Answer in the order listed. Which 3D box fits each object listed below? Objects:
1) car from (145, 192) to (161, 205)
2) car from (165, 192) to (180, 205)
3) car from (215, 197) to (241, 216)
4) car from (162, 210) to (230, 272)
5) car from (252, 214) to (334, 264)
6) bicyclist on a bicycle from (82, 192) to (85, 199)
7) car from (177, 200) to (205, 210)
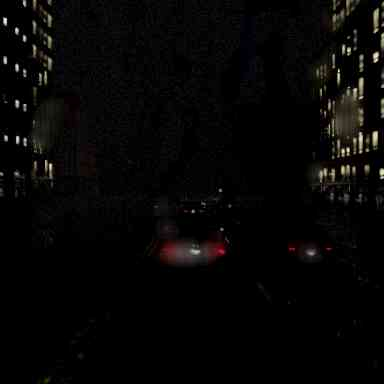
[{"bbox_3d":[-6.507,1.042,56.317,2.150,2.045,5.566,0,0,0],"label":"car"},{"bbox_3d":[-3.258,1.039,56.273,2.150,2.045,5.566,0,0,0],"label":"car"},{"bbox_3d":[3.344,1.273,31.564,2.097,1.767,4.553,0,0,0],"label":"car"},{"bbox_3d":[0.091,1.525,10.639,2.033,1.411,5.357,0,0,0],"label":"car"},{"bbox_3d":[3.342,1.501,11.613,1.812,1.442,4.674,0,0,0],"label":"car"},{"bbox_3d":[-24.715,0.886,76.125,0.582,1.620,1.656,0,1,1],"label":"bicyclist on a bicycle"},{"bbox_3d":[0.093,1.481,27.161,2.033,1.411,5.357,0,0,0],"label":"car"}]
